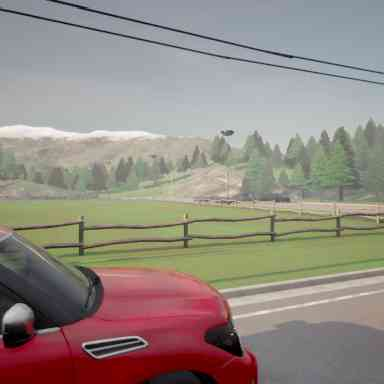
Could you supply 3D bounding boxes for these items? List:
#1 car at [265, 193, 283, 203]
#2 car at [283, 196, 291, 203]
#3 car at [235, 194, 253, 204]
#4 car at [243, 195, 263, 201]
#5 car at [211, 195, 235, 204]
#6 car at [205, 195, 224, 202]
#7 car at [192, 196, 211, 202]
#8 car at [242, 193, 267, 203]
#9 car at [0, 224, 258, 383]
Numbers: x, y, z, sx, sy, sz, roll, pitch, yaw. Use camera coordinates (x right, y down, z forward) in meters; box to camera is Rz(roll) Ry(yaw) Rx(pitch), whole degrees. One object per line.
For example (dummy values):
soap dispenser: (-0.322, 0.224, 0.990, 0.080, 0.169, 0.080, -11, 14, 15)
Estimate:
car: (15.734, 1.225, 68.871, 2.150, 2.045, 5.566, 0, 0, -24)
car: (18.804, 1.500, 70.582, 1.837, 1.490, 4.892, 0, 0, -24)
car: (9.290, 1.547, 66.244, 2.033, 1.411, 5.357, 0, 0, -23)
car: (14.691, 1.483, 79.900, 2.033, 1.411, 5.357, 0, 0, -24)
car: (5.977, 1.564, 65.097, 1.994, 1.385, 4.181, 0, 0, -23)
car: (5.085, 1.488, 75.662, 2.033, 1.411, 5.357, 0, 0, -24)
car: (1.883, 1.488, 74.249, 2.033, 1.411, 5.357, 0, 0, -24)
car: (12.402, 1.491, 67.751, 2.128, 1.511, 4.902, 0, 0, -24)
car: (-2.197, 1.222, 2.600, 5.566, 2.045, 2.150, 0, 0, -24)
